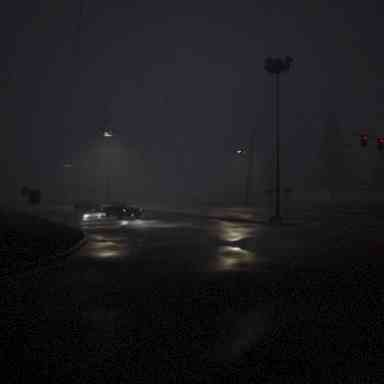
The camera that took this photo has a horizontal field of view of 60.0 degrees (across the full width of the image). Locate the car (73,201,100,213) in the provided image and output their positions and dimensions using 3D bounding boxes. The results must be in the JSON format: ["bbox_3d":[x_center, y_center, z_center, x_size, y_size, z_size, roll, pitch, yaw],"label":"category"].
[{"bbox_3d":[-11.874,1.618,37.686,1.895,1.301,4.718,0,0,-34],"label":"car"}]

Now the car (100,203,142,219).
[{"bbox_3d":[-6.197,1.617,29.496,1.895,1.301,4.718,0,0,-35],"label":"car"}]
